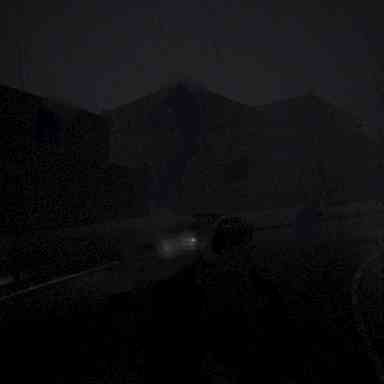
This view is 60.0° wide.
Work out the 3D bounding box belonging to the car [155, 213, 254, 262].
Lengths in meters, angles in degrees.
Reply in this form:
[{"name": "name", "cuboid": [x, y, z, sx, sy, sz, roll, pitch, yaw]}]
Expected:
[{"name": "car", "cuboid": [0.654, 1.576, 12.604, 2.128, 1.511, 4.902, -1, -1, 36]}]
